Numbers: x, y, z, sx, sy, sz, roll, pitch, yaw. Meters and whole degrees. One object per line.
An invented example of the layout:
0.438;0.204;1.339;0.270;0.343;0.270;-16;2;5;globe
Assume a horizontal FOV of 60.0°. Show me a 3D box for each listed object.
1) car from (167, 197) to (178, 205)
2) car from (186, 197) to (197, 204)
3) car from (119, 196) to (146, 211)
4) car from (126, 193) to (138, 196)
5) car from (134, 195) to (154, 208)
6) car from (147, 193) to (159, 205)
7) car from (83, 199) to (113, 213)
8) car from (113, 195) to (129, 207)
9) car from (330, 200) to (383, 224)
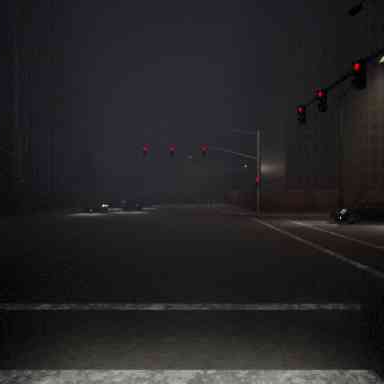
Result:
-3.528;1.547;60.271;2.033;1.411;5.357;0;0;0;car
-0.134;1.564;64.902;1.994;1.385;4.181;0;0;0;car
-7.163;1.526;40.501;1.812;1.442;4.674;0;0;-1;car
-10.678;1.221;58.272;2.150;2.045;5.566;0;0;0;car
-7.193;1.526;49.595;1.812;1.442;4.674;0;0;0;car
-7.168;1.221;60.122;2.150;2.045;5.566;0;0;1;car
-10.713;1.547;37.507;2.033;1.411;5.357;0;0;-3;car
-10.695;1.547;47.582;2.033;1.411;5.357;0;0;0;car
12.364;1.352;23.844;4.553;1.767;2.097;0;0;0;car
